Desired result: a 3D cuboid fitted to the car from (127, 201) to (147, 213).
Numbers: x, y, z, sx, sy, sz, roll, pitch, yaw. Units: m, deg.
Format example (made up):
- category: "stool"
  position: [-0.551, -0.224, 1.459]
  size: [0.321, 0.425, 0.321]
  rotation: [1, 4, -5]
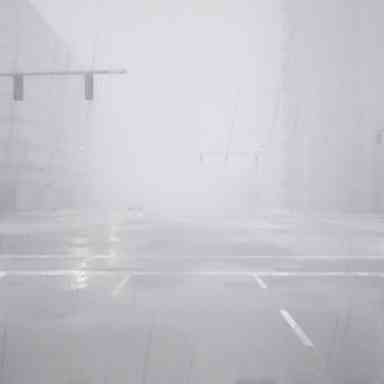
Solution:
- category: "car"
  position: [-6.998, 1.857, 42.665]
  size: [2.033, 1.411, 5.357]
  rotation: [0, 0, 0]
